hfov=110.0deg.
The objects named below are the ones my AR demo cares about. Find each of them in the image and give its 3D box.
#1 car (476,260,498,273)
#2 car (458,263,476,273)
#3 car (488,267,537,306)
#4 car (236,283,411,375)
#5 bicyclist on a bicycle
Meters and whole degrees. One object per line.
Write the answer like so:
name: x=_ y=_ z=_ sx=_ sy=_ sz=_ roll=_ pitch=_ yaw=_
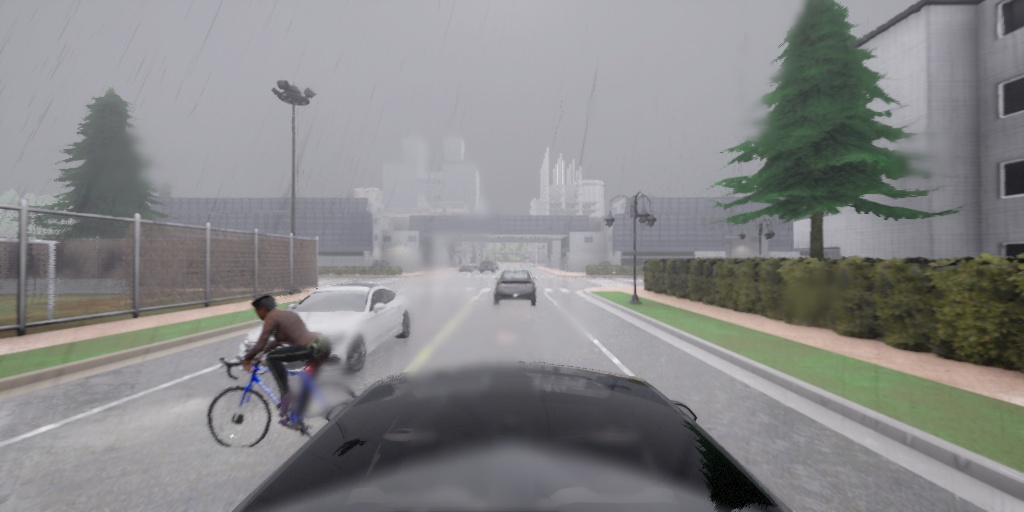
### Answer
car: x=-4.006 y=1.706 z=58.418 sx=2.150 sy=2.045 sz=5.566 roll=0 pitch=-1 yaw=1
car: x=-7.498 y=2.051 z=58.696 sx=1.994 sy=1.385 sz=4.181 roll=0 pitch=-1 yaw=0
car: x=0.162 y=1.437 z=17.100 sx=2.128 sy=1.511 sz=4.902 roll=0 pitch=-1 yaw=0
car: x=-3.558 y=1.353 z=7.802 sx=1.812 sy=1.442 sz=4.674 roll=0 pitch=0 yaw=0
bicyclist on a bicycle: x=-2.428 y=1.231 z=3.798 sx=1.656 sy=1.620 sz=0.582 roll=-3 pitch=-1 yaw=0
